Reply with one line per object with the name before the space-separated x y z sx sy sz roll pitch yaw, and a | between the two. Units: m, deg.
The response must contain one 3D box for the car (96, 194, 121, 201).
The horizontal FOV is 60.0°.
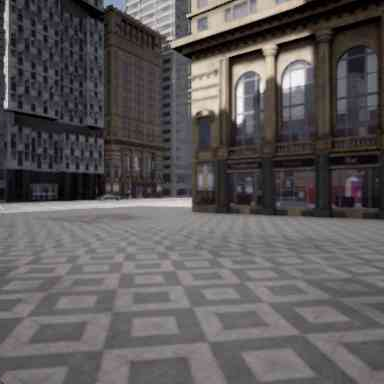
car | -16.842 1.098 67.502 2.033 1.411 5.357 0 0 36
